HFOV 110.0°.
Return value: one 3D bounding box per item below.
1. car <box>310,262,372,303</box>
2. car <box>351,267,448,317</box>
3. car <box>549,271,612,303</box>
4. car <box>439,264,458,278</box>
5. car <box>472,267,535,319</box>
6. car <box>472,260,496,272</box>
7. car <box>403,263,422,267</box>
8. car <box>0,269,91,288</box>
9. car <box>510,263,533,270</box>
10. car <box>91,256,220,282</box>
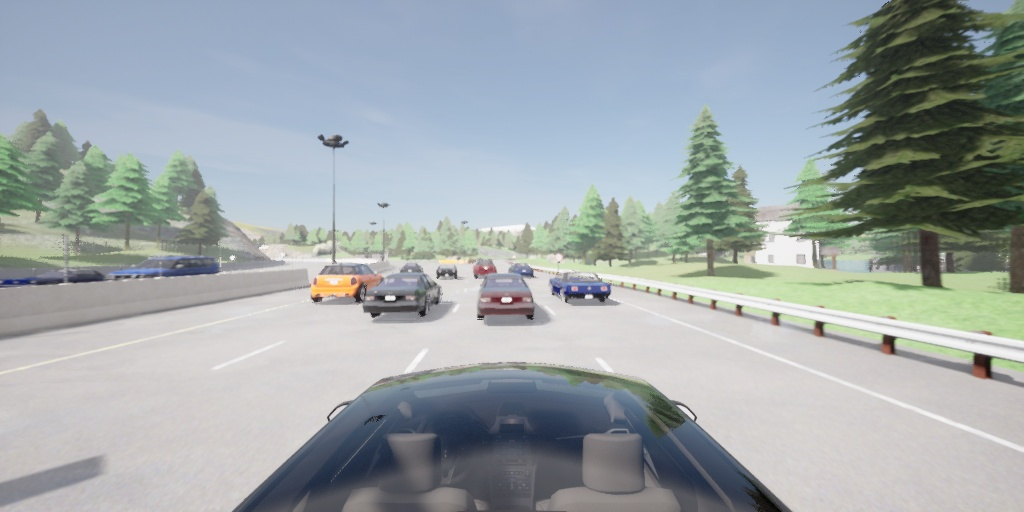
[{"bbox_3d":[-7.641,1.131,17.171,2.097,1.767,4.553,0,0,-4],"label":"car"},{"bbox_3d":[-3.816,1.315,13.281,2.033,1.411,5.357,0,0,-4],"label":"car"},{"bbox_3d":[2.950,1.358,16.692,1.895,1.301,4.718,0,0,-4],"label":"car"},{"bbox_3d":[-6.090,1.391,33.777,1.895,1.301,4.718,0,0,-9],"label":"car"},{"bbox_3d":[-0.293,1.308,12.807,2.033,1.411,5.357,0,0,-3],"label":"car"},{"bbox_3d":[-2.683,1.136,34.437,2.097,1.767,4.553,0,0,-9],"label":"car"},{"bbox_3d":[-10.068,1.364,36.158,1.994,1.385,4.181,0,0,-10],"label":"car"},{"bbox_3d":[-25.688,1.420,20.570,1.895,1.301,4.718,0,0,-6],"label":"car"},{"bbox_3d":[0.803,1.341,34.820,1.994,1.385,4.181,0,0,-9],"label":"car"},{"bbox_3d":[-18.528,1.026,19.451,2.150,2.045,5.566,0,0,-6],"label":"car"}]
